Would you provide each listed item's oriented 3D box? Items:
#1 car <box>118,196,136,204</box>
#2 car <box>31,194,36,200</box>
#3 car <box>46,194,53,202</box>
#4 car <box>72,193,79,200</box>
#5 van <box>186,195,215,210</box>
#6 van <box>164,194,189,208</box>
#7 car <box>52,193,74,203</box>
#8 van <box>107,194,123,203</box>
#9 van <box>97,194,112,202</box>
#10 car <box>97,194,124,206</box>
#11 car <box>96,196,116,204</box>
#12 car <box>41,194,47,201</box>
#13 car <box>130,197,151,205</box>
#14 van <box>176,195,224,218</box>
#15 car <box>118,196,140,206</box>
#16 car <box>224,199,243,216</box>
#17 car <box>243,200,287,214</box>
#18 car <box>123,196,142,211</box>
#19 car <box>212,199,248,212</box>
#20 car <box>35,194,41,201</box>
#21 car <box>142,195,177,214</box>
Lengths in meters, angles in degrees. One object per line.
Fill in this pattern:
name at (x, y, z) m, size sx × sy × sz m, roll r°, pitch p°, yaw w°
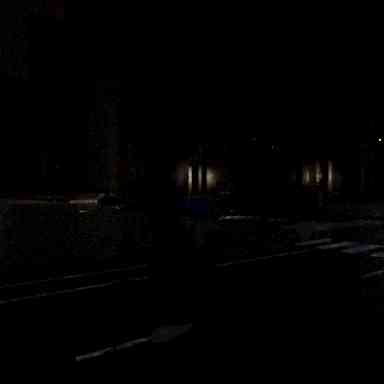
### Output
car at (-12.113, 1.502, 61.646) m, size 1.802 × 1.307 × 4.206 m, roll 0°, pitch 0°, yaw -35°
car at (-38.684, 1.436, 84.346) m, size 1.752 × 1.417 × 4.829 m, roll 0°, pitch 0°, yaw -35°
car at (-28.923, 1.352, 70.598) m, size 1.967 × 1.590 × 4.097 m, roll 0°, pitch 0°, yaw -35°
car at (-31.833, 1.231, 89.423) m, size 2.192 × 1.841 × 5.009 m, roll 0°, pitch 0°, yaw -35°
van at (1.034, 1.268, 43.129) m, size 1.690 × 1.788 × 3.998 m, roll 0°, pitch 0°, yaw -35°
van at (-2.253, 1.264, 47.758) m, size 1.690 × 1.788 × 3.998 m, roll 0°, pitch 0°, yaw -35°
car at (-25.636, 1.464, 65.968) m, size 2.008 × 1.369 × 4.403 m, roll 0°, pitch 0°, yaw -35°
van at (-15.400, 1.260, 66.276) m, size 1.690 × 1.788 × 3.998 m, roll 0°, pitch 0°, yaw -35°
van at (-18.687, 1.260, 70.906) m, size 1.690 × 1.788 × 3.998 m, roll 0°, pitch 0°, yaw -35°
car at (-12.988, 1.464, 52.860) m, size 2.033 × 1.411 × 5.357 m, roll 0°, pitch 0°, yaw -35°
car at (-16.264, 1.465, 62.721) m, size 2.033 × 1.411 × 5.357 m, roll 0°, pitch 0°, yaw -35°
car at (-32.111, 1.437, 75.088) m, size 1.752 × 1.417 × 4.829 m, roll 0°, pitch 0°, yaw -35°
car at (-8.826, 1.502, 57.017) m, size 1.802 × 1.307 × 4.206 m, roll 0°, pitch 0°, yaw -35°
van at (0.657, 1.271, 28.934) m, size 1.690 × 1.788 × 3.998 m, roll 0°, pitch 0°, yaw -35°
car at (-10.290, 1.444, 54.394) m, size 1.812 × 1.442 × 4.674 m, roll 0°, pitch 0°, yaw -35°
car at (2.372, 1.495, 31.117) m, size 1.994 × 1.385 × 4.181 m, roll 0°, pitch 0°, yaw -35°
car at (7.607, 1.486, 33.870) m, size 2.008 × 1.369 × 4.403 m, roll 0°, pitch 0°, yaw -35°
car at (-5.917, 1.503, 38.193) m, size 1.802 × 1.307 × 4.206 m, roll 0°, pitch 0°, yaw -35°
car at (4.321, 1.513, 38.500) m, size 1.802 × 1.307 × 4.206 m, roll 0°, pitch 0°, yaw -35°
car at (-35.496, 1.477, 79.857) m, size 1.947 × 1.339 × 4.313 m, roll 0°, pitch 0°, yaw -35°
car at (-2.629, 1.240, 33.563) m, size 2.192 × 1.841 × 5.009 m, roll 0°, pitch 0°, yaw -35°
